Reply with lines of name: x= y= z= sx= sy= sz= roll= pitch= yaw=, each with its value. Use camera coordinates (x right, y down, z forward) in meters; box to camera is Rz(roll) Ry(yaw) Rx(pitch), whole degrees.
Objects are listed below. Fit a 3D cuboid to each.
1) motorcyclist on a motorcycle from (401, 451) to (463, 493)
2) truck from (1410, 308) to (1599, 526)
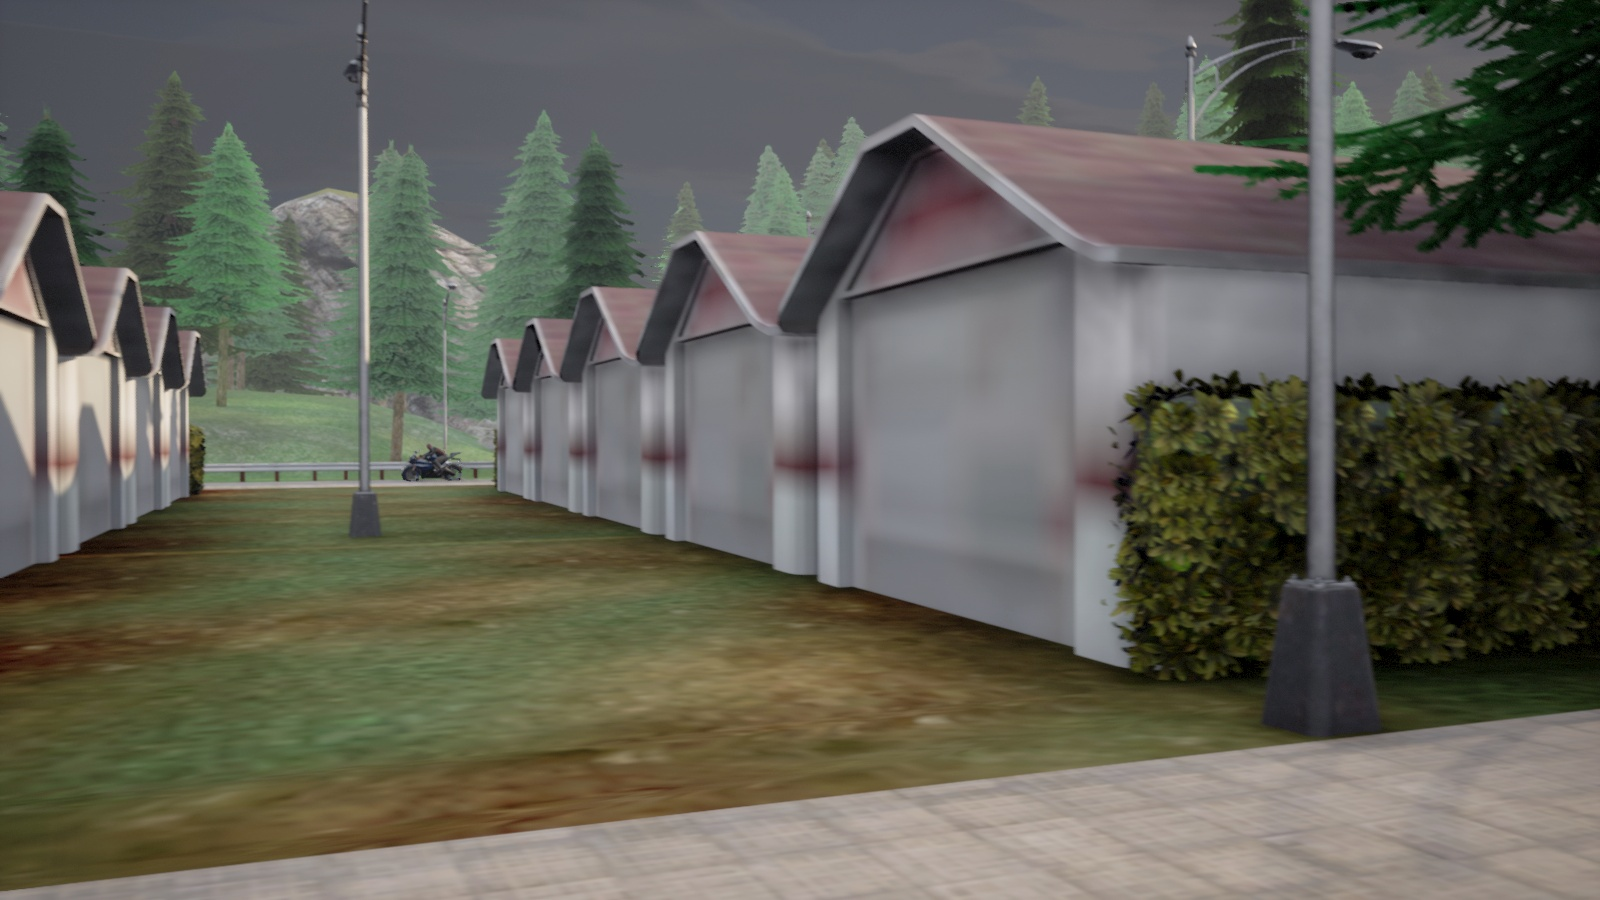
motorcyclist on a motorcycle: x=-14.281 y=0.846 z=48.739 sx=2.191 sy=1.530 sz=0.866 roll=-2 pitch=1 yaw=-20
truck: x=14.154 y=-0.562 z=20.193 sx=2.891 sy=3.462 sz=7.936 roll=-2 pitch=1 yaw=-21
